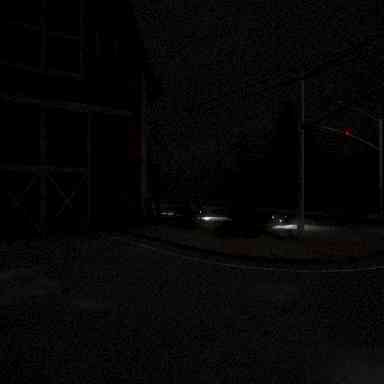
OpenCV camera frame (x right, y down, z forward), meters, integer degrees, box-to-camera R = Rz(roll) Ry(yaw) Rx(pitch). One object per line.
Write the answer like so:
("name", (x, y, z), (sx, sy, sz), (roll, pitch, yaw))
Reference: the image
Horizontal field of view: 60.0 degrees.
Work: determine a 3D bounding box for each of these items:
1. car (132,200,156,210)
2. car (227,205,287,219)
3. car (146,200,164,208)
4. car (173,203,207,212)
("car", (-7.351, 1.890, 50.681), (1.994, 1.385, 4.181), (0, 0, -34))
("car", (4.918, 1.723, 26.225), (2.033, 1.411, 5.357), (0, 0, -34))
("car", (-5.274, 1.871, 41.109), (1.895, 1.301, 4.718), (0, 0, -34))
("car", (-0.296, 1.788, 33.841), (1.994, 1.385, 4.181), (0, 0, -34))
